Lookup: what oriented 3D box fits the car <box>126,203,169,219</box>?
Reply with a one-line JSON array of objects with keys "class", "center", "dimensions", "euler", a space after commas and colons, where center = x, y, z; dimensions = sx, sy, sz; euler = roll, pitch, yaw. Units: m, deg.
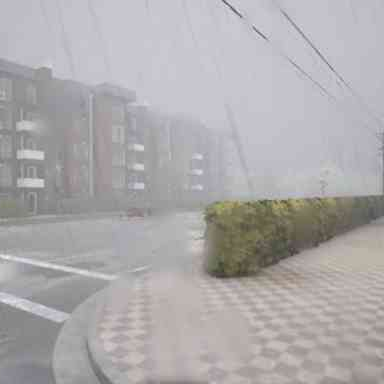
[{"class": "car", "center": [-4.300, 1.795, 32.943], "dimensions": [1.882, 1.535, 5.008], "euler": [-1, -1, 36]}]

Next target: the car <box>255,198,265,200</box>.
[{"class": "car", "center": [9.721, 1.646, 46.276], "dimensions": [2.097, 1.767, 4.553], "euler": [-1, -1, 37]}]
